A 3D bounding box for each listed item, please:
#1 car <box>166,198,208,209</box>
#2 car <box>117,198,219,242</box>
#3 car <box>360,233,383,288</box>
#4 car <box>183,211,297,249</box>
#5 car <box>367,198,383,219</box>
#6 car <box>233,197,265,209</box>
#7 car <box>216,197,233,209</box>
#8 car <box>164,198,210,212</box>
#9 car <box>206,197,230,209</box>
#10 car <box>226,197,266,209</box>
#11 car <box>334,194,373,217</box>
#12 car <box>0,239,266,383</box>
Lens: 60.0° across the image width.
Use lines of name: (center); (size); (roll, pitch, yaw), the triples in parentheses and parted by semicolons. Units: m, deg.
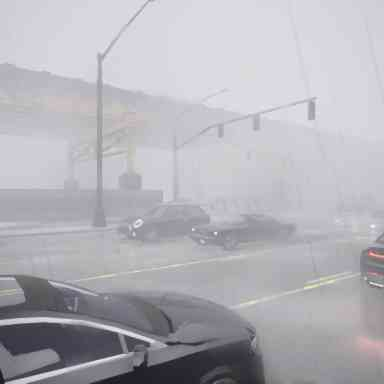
car: (-0.542, 1.295, 38.049); (4.536, 1.218, 1.853); (0, 0, 8)
car: (-1.249, 1.352, 15.994); (4.553, 1.767, 2.097); (0, 0, -36)
car: (5.937, 1.505, 7.970); (4.892, 1.490, 1.837); (0, 0, -35)
car: (2.226, 1.600, 14.097); (4.718, 1.301, 1.895); (0, 0, -35)
car: (16.657, 1.477, 27.989); (1.882, 1.535, 5.008); (-1, 0, 42)
car: (7.133, 1.295, 44.457); (4.536, 1.218, 1.853); (0, 0, -7)
car: (3.263, 1.453, 40.715); (2.038, 1.542, 4.974); (0, 0, 18)
car: (-0.490, 1.453, 38.042); (4.974, 1.542, 2.038); (0, 0, 8)
car: (3.279, 1.295, 40.765); (1.853, 1.218, 4.536); (0, 0, 18)
car: (7.185, 1.452, 44.463); (4.974, 1.542, 2.038); (0, 0, -7)
car: (15.908, 1.224, 32.258); (5.566, 2.045, 2.150); (0, -1, -43)
car: (-1.495, 1.491, 2.688); (4.902, 1.511, 2.128); (0, 0, -35)
